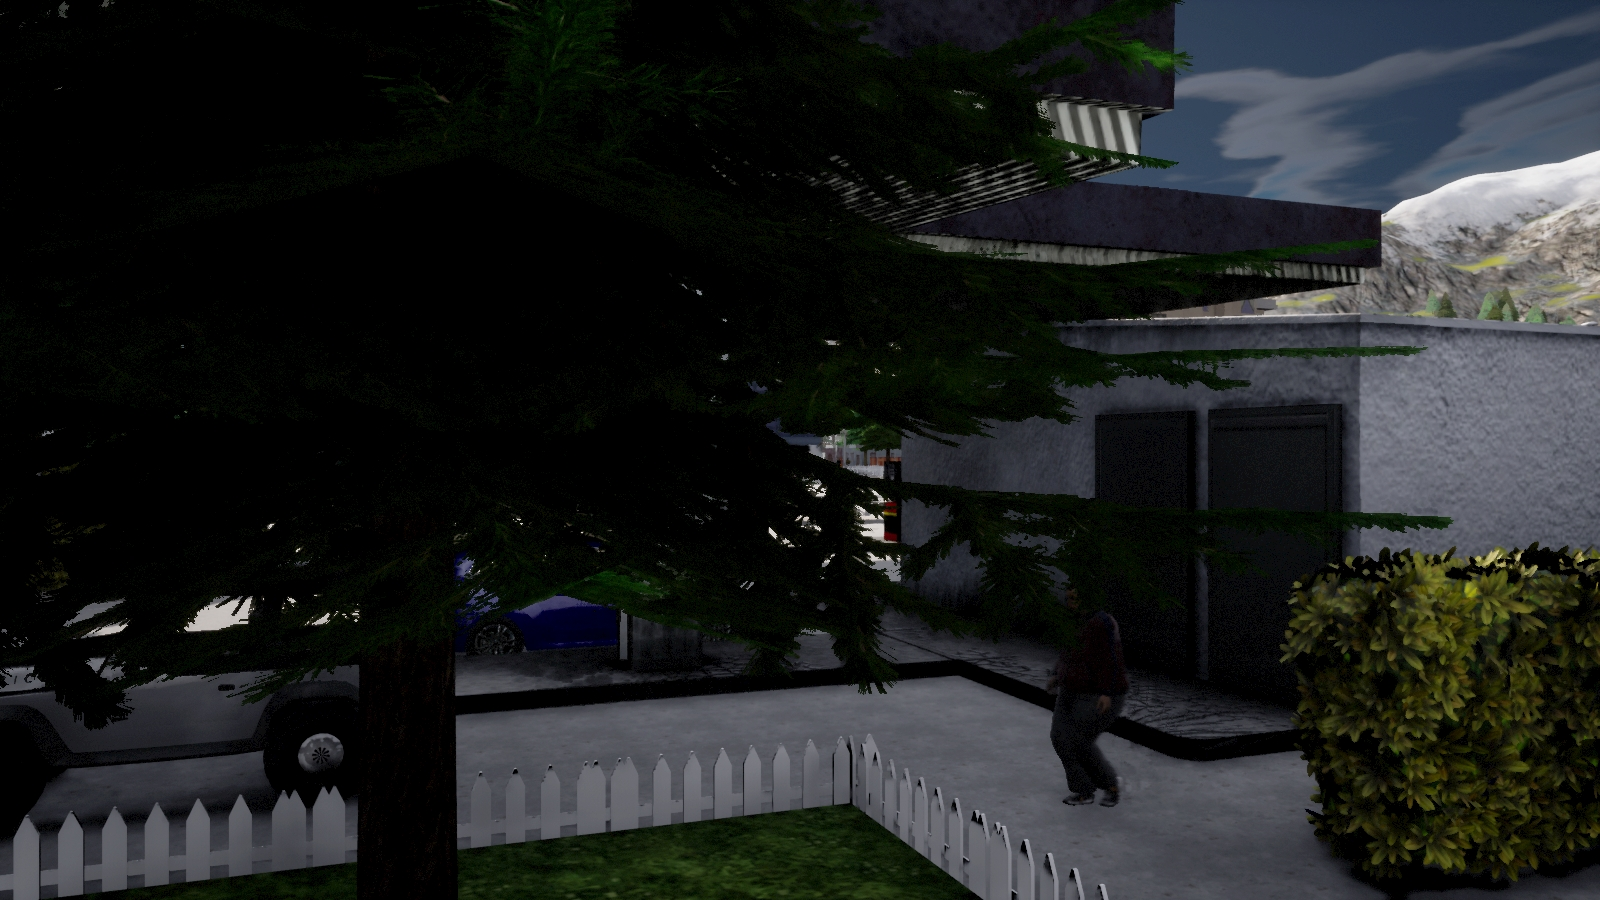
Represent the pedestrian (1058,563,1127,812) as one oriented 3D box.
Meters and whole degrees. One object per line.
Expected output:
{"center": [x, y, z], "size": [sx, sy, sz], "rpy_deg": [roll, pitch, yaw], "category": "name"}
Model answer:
{"center": [2.300, 1.844, 8.996], "size": [0.375, 1.860, 0.375], "rpy_deg": [0, 0, -21], "category": "pedestrian"}
